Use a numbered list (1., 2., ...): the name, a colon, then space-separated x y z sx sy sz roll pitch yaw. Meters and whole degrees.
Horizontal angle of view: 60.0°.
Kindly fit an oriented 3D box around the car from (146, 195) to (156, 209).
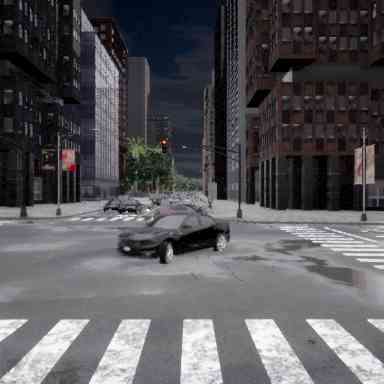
1. car: -6.427 1.544 45.327 1.812 1.442 4.674 0 0 0

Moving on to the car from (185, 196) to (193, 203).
1. car: -0.692 1.606 71.727 1.752 1.417 4.829 0 0 0

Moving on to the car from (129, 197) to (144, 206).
1. car: -9.139 1.565 55.078 1.752 1.417 4.829 0 0 0

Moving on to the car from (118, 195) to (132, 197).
1. car: -9.090 1.331 44.397 2.192 1.841 5.009 0 0 0

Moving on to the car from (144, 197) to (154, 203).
1. car: -9.216 1.662 71.526 1.802 1.307 4.206 0 0 0

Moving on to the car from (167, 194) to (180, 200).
1. car: -3.423 1.665 65.609 1.895 1.301 4.718 0 0 0

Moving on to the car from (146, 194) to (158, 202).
1. car: -9.243 1.410 76.953 2.192 1.841 5.009 0 0 0

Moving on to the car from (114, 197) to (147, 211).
1. car: -6.380 1.544 35.101 2.033 1.411 5.357 0 0 0

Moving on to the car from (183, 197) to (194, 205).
1. car: -0.640 1.597 60.707 1.887 1.381 4.507 0 0 0

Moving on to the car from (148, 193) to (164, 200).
1. car: -6.465 1.263 55.970 2.150 2.045 5.566 0 0 0

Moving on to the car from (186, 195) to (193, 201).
1. car: -0.794 1.687 93.257 1.887 1.381 4.507 0 0 0

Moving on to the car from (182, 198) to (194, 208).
1. car: -0.589 1.610 49.857 1.802 1.307 4.206 0 0 0

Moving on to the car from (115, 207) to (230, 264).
1. car: -0.490 1.492 12.110 1.882 1.535 5.008 -1 -1 37

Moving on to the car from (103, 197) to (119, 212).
1. car: -9.064 1.570 38.971 1.947 1.339 4.313 0 0 0

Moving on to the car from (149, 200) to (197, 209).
1. car: -0.773 1.557 24.295 4.181 1.385 1.994 1 1 38

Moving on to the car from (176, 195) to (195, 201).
1. car: -0.539 1.445 39.008 1.967 1.590 4.097 0 0 0
